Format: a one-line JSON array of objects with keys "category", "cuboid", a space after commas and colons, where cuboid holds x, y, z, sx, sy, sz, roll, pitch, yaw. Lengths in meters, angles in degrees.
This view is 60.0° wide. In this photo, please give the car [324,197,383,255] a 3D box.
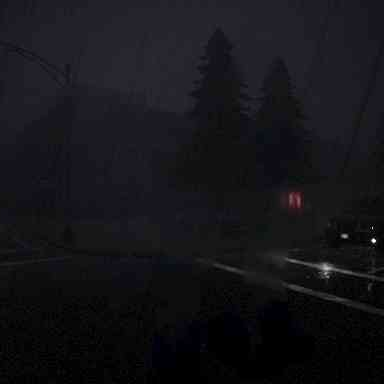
[{"category": "car", "cuboid": [7.762, 1.248, 13.710, 5.566, 2.045, 2.150, 0, 0, -36]}]
